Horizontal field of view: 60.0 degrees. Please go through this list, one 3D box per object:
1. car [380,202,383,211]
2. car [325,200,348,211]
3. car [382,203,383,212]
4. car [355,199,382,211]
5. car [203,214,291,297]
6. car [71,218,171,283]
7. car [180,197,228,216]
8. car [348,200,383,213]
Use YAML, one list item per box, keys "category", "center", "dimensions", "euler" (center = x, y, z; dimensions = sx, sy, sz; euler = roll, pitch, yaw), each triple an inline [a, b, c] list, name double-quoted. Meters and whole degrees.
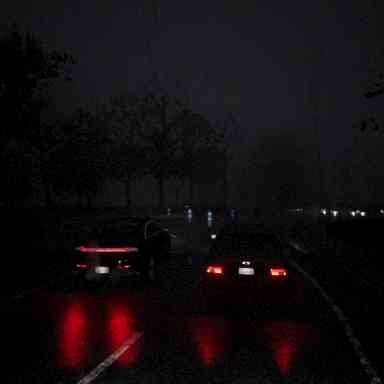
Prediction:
- category: "car"
  center: [35.361, 2.599, 58.808]
  dimensions: [4.892, 1.490, 1.837]
  euler: [2, -2, -38]
- category: "car"
  center: [21.036, 1.950, 47.549]
  dimensions: [5.008, 1.535, 1.882]
  euler: [2, -1, -38]
- category: "car"
  center: [31.129, 2.380, 51.055]
  dimensions: [4.181, 1.385, 1.994]
  euler: [3, -2, -38]
- category: "car"
  center: [28.210, 2.135, 53.186]
  dimensions: [4.553, 1.767, 2.097]
  euler: [2, -2, -39]
- category: "car"
  center: [1.419, 1.547, 8.780]
  dimensions: [2.033, 1.411, 5.357]
  euler: [0, 0, 9]
- category: "car"
  center: [-1.781, 1.492, 9.692]
  dimensions: [2.128, 1.511, 4.902]
  euler: [0, 0, 4]
- category: "car"
  center: [1.130, 1.358, 32.048]
  dimensions: [4.553, 1.767, 2.097]
  euler: [0, 0, -18]
- category: "car"
  center: [23.901, 2.050, 45.344]
  dimensions: [5.357, 1.411, 2.033]
  euler: [2, -1, -38]
